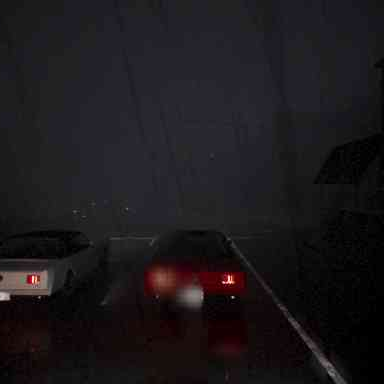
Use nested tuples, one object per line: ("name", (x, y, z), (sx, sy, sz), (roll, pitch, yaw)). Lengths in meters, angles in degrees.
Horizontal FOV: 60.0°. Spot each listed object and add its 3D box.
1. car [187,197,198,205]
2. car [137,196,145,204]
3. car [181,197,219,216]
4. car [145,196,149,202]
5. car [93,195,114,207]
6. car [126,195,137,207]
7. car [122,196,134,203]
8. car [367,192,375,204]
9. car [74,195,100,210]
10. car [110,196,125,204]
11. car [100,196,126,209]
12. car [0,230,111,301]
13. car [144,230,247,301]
("car", (0.060, 1.564, 60.679), (1.994, 1.385, 4.181), (0, 0, 0))
("car", (-10.589, 1.564, 62.580), (1.994, 1.385, 4.181), (0, 0, 1))
("car", (0.697, 1.487, 33.048), (1.882, 1.535, 5.008), (-2, 1, -30))
("car", (-10.548, 1.536, 72.973), (2.033, 1.411, 5.357), (0, 0, 0))
("car", (-14.122, 1.352, 53.200), (2.097, 1.767, 4.553), (0, 0, 1))
("car", (-10.626, 1.352, 52.650), (2.097, 1.767, 4.553), (0, 0, 0))
("car", (-14.048, 1.519, 73.004), (1.812, 1.442, 4.674), (0, 0, 0))
("car", (17.279, -0.178, 28.522), (4.553, 1.767, 2.097), (-21, 0, -1))
("car", (-14.128, 1.491, 44.147), (2.128, 1.511, 4.902), (0, 0, 0))
("car", (-14.092, 1.564, 63.081), (1.994, 1.385, 4.181), (0, 0, 0))
("car", (-10.625, 1.526, 44.926), (1.812, 1.442, 4.674), (0, 0, 0))
("car", (-3.428, 1.601, 8.241), (1.895, 1.301, 4.718), (0, 0, 0))
("car", (0.072, 1.601, 8.261), (1.895, 1.301, 4.718), (0, 0, 0))
